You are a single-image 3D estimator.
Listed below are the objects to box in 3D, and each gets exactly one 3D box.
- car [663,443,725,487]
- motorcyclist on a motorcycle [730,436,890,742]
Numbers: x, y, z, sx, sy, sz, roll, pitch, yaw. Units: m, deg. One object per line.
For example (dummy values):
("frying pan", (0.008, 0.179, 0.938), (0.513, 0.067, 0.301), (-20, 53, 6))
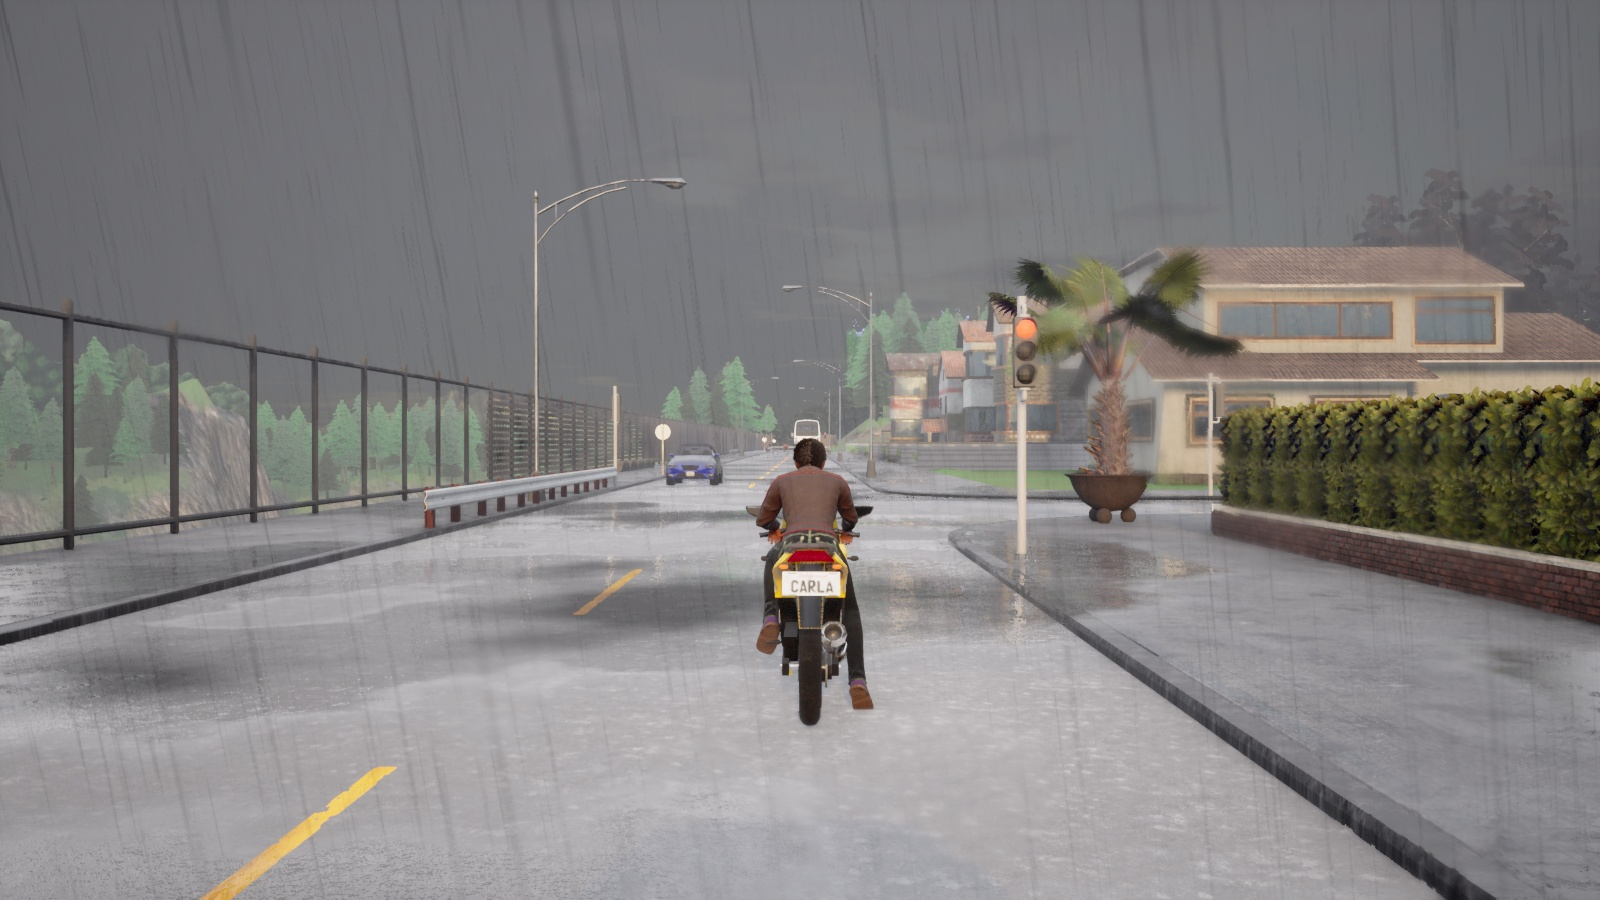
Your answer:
("car", (-3.734, 0.505, 44.735), (1.816, 1.474, 4.193), (0, 0, 0))
("motorcyclist on a motorcycle", (0.056, 0.688, 7.269), (0.797, 1.523, 2.044), (0, 0, 0))
